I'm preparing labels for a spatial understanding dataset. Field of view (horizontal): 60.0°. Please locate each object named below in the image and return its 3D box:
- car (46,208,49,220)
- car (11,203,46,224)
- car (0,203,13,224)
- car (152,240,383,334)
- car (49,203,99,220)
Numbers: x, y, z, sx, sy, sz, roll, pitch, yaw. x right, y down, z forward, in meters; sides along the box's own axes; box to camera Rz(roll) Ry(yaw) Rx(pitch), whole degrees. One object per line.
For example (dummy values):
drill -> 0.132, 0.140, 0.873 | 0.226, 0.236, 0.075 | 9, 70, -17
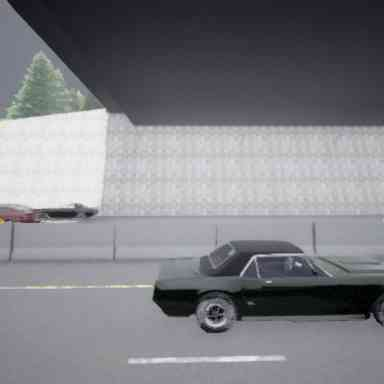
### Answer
car -> -12.932, 1.528, 23.323 | 4.674, 1.442, 1.812 | 0, 0, -2
car -> -11.605, 1.529, 19.869 | 4.674, 1.442, 1.812 | 0, 0, -2
car -> -11.966, 1.487, 16.367 | 5.008, 1.535, 1.882 | 0, 0, -2
car -> 1.696, 1.588, 6.157 | 4.718, 1.301, 1.895 | 0, 0, -2
car -> -10.090, 1.591, 26.942 | 4.718, 1.301, 1.895 | 0, 0, -2
